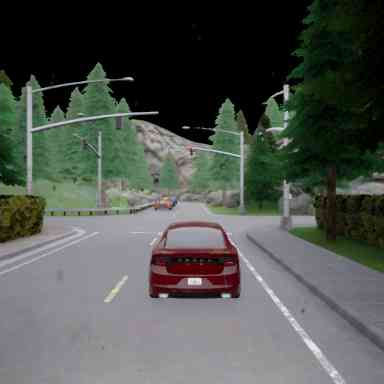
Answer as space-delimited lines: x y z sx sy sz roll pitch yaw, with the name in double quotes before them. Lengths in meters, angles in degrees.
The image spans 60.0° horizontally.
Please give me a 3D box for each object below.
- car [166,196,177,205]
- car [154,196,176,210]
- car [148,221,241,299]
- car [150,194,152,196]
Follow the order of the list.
"car" -3.794 1.477 61.939 1.882 1.535 5.008 0 0 -6
"car" -3.583 1.352 42.629 2.097 1.767 4.553 0 0 0
"car" 0.069 1.478 8.527 1.882 1.535 5.008 0 0 0
"car" -10.993 1.355 79.667 4.553 1.767 2.097 0 0 24
